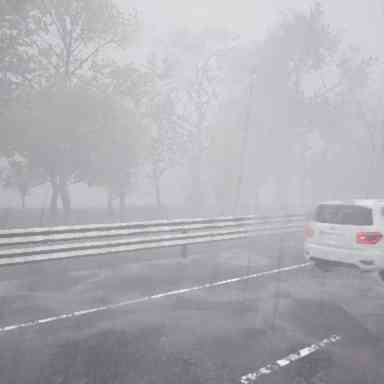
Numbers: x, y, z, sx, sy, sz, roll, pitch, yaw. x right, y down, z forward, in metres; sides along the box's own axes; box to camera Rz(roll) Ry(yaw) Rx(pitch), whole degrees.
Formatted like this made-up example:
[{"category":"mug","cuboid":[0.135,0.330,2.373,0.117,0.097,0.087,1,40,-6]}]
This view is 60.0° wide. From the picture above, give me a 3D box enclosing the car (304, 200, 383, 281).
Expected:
[{"category":"car","cuboid":[5.669,1.239,9.829,5.566,2.045,2.150,0,0,-35]}]
